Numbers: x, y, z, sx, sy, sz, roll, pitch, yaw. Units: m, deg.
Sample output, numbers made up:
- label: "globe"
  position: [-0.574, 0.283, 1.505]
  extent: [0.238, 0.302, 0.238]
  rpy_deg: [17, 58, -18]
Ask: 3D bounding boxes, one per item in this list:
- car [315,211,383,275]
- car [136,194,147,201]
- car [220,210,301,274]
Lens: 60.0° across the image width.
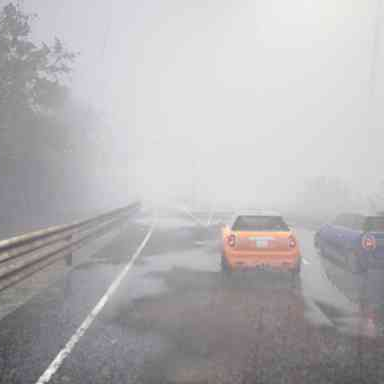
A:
- label: "car"
  position: [5.491, 1.360, 10.543]
  extent: [2.097, 1.767, 4.553]
  rpy_deg: [0, 0, 4]
- label: "car"
  position: [-13.342, 1.594, 90.415]
  extent: [1.812, 1.442, 4.674]
  rpy_deg: [0, 0, -17]
- label: "car"
  position: [2.002, 1.365, 10.823]
  extent: [2.097, 1.767, 4.553]
  rpy_deg: [0, 0, 4]
